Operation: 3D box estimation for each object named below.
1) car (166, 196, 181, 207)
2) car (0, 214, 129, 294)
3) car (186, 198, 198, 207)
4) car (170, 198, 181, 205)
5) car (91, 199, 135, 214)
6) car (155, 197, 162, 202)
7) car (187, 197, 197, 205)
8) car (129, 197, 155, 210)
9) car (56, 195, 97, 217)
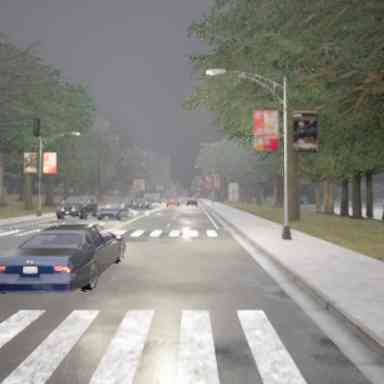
[{"bbox_3d":[-3.246,1.547,56.610,2.097,1.767,4.553,0,0,0],"label":"car"},{"bbox_3d":[-3.150,1.565,8.991,2.033,1.411,5.357,0,0,0],"label":"car"},{"bbox_3d":[0.004,1.670,56.223,1.882,1.535,5.008,0,0,0],"label":"car"},{"bbox_3d":[-3.245,1.873,66.674,1.895,1.301,4.718,0,0,0],"label":"car"},{"bbox_3d":[-6.594,1.620,28.325,2.033,1.411,5.357,0,0,0],"label":"car"},{"bbox_3d":[-6.496,1.460,60.817,1.812,1.442,4.674,0,0,0],"label":"car"},{"bbox_3d":[0.005,1.820,66.645,2.033,1.411,5.357,0,0,0],"label":"car"},{"bbox_3d":[-6.576,1.488,44.443,2.097,1.767,4.553,0,0,0],"label":"car"},{"bbox_3d":[-9.834,1.296,29.039,2.150,2.045,5.566,0,0,0],"label":"car"}]
